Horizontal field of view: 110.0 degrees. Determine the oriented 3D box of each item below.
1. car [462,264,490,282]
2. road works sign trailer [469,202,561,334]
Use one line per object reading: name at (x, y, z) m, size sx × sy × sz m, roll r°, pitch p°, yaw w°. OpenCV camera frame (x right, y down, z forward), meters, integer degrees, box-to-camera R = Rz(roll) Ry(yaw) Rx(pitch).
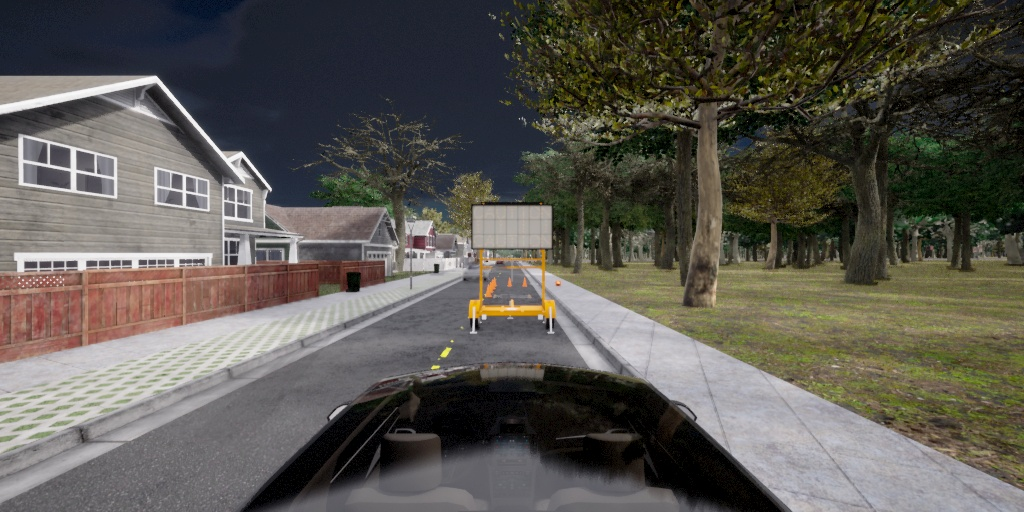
car at (-2.833, 1.354, 29.011) m, size 1.895 × 1.301 × 4.718 m, roll 0°, pitch 0°, yaw 0°
road works sign trailer at (0.008, 0.214, 10.633) m, size 2.380 × 3.560 × 2.880 m, roll 0°, pitch 0°, yaw 0°
